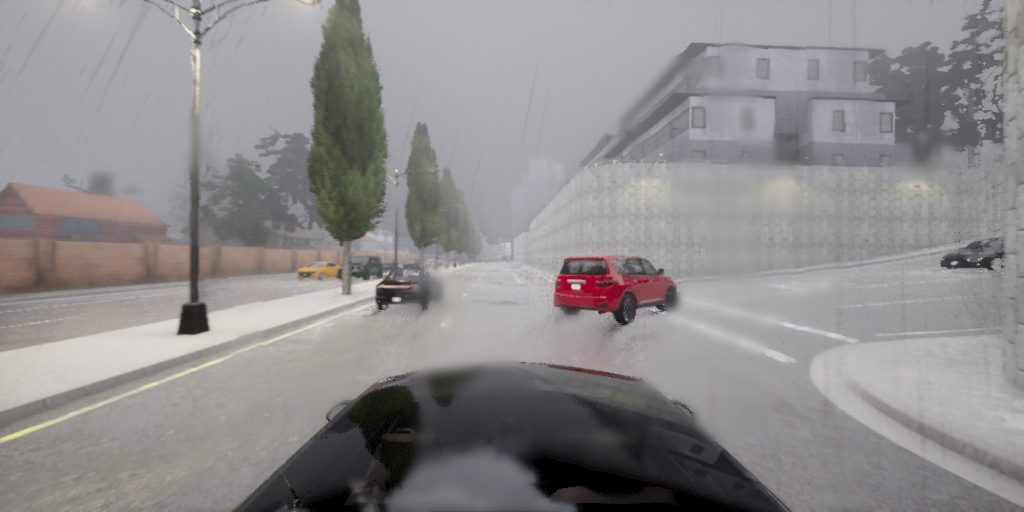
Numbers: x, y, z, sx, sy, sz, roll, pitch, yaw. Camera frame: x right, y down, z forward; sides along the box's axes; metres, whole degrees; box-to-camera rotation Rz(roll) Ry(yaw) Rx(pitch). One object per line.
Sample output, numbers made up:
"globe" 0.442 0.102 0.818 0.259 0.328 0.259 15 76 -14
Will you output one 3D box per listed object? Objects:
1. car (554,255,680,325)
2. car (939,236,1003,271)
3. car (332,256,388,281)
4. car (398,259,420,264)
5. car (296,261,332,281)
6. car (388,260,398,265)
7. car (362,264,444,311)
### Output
"car" 3.745 1.010 12.393 2.150 2.045 5.566 -2 -2 44
"car" 24.645 -0.207 18.156 4.892 1.490 1.837 -8 0 -2
"car" -12.729 0.978 30.561 2.150 2.045 5.566 0 -1 -2
"car" -13.357 1.286 48.364 1.882 1.535 5.008 0 -1 -2
"car" -16.228 1.206 30.454 1.882 1.535 5.008 0 0 -2
"car" -16.888 1.279 49.229 2.128 1.511 4.902 0 0 -2
"car" -3.939 1.250 14.409 2.128 1.511 4.902 0 0 -2
